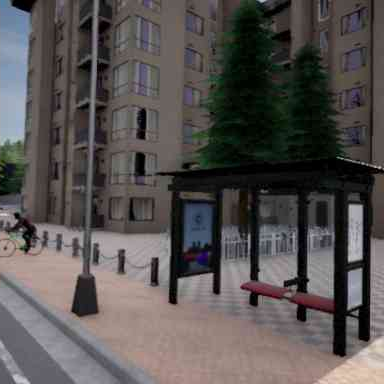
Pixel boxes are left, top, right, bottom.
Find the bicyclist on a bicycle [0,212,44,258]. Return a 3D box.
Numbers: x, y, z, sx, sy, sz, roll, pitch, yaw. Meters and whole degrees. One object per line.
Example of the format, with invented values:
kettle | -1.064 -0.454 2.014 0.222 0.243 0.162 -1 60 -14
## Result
bicyclist on a bicycle | -6.290 1.566 12.217 1.656 1.620 0.582 3 -2 -41
